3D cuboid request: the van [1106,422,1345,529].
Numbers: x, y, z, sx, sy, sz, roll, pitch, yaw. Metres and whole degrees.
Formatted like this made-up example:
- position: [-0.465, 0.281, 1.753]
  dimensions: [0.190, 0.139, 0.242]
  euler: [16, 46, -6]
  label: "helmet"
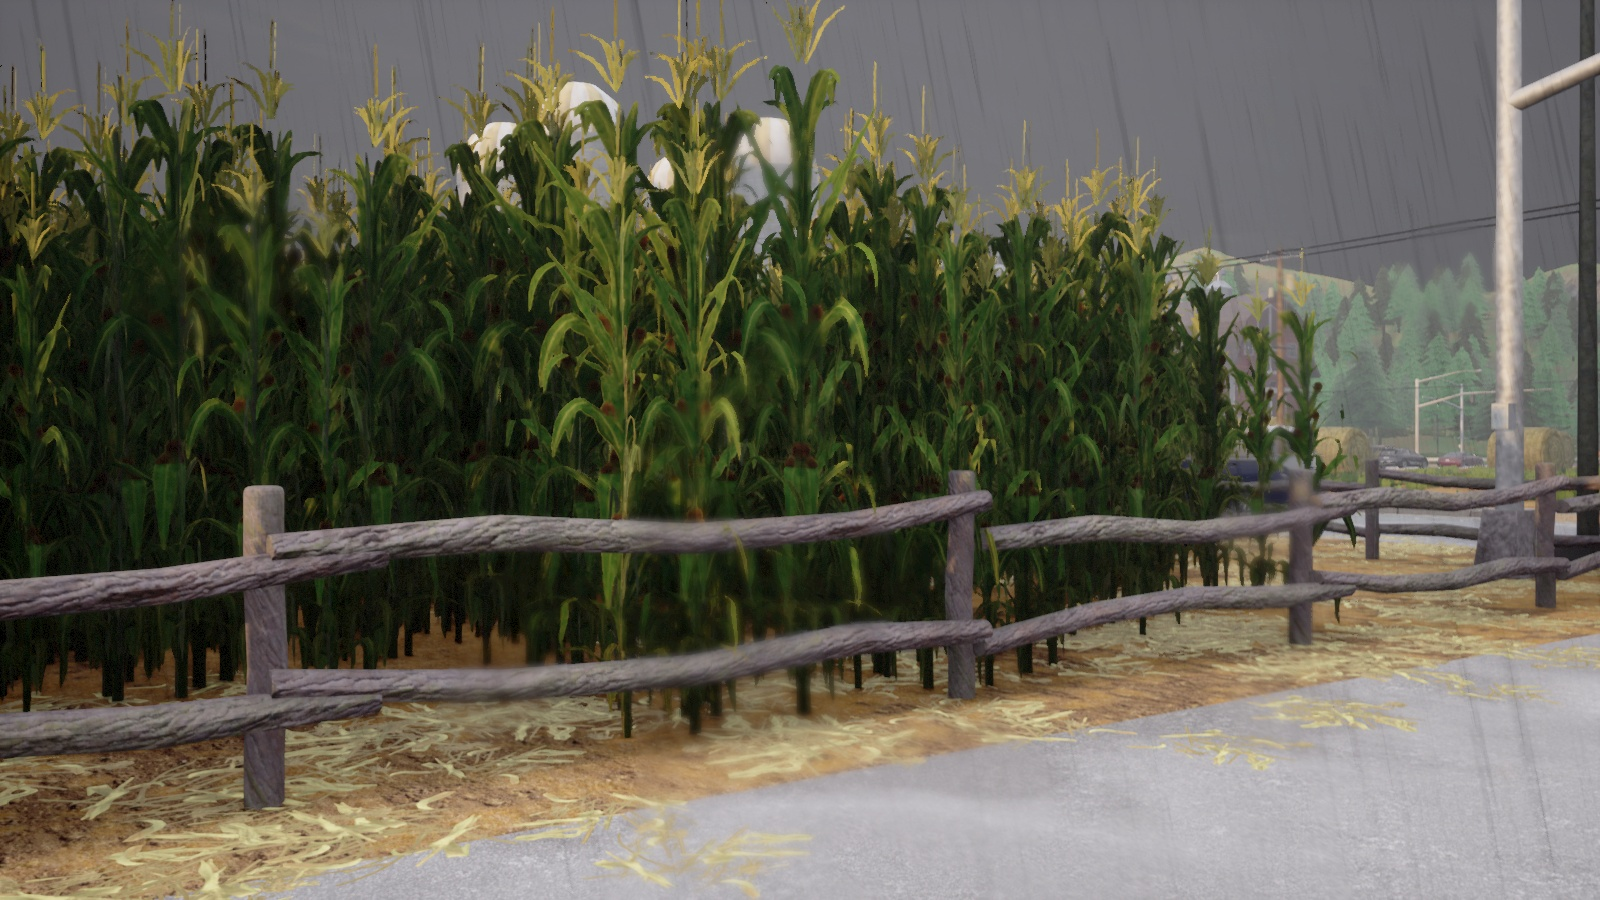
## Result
- position: [8.575, 0.472, 25.692]
  dimensions: [1.775, 1.987, 4.442]
  euler: [0, 0, -35]
  label: "van"
